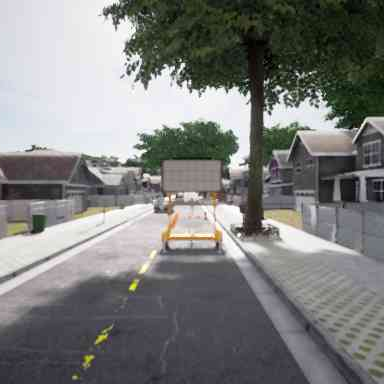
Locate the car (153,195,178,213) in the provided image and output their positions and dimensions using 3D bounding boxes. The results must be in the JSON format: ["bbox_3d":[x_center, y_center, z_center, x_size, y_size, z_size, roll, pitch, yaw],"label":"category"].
[{"bbox_3d":[-2.841,1.339,34.224,2.128,1.511,4.902,0,0,0],"label":"car"}]

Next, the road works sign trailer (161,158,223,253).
[{"bbox_3d":[0.007,0.411,13.499,2.380,3.560,2.880,0,0,0],"label":"road works sign trailer"}]

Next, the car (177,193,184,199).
[{"bbox_3d":[-2.745,0.977,74.758,1.994,1.385,4.181,0,0,0],"label":"car"}]
